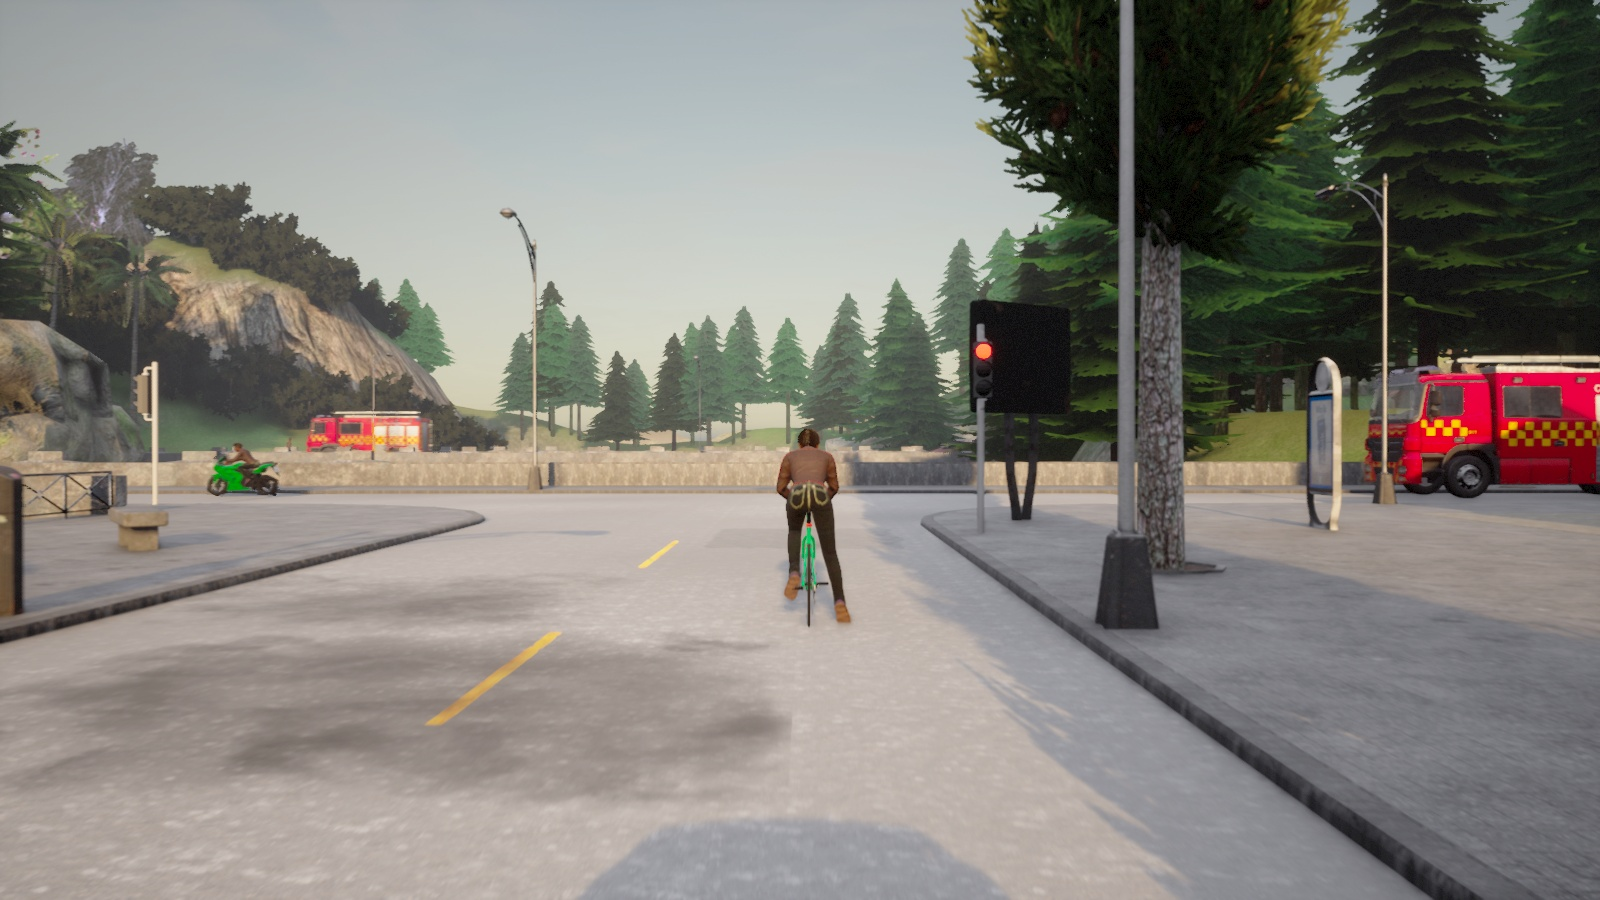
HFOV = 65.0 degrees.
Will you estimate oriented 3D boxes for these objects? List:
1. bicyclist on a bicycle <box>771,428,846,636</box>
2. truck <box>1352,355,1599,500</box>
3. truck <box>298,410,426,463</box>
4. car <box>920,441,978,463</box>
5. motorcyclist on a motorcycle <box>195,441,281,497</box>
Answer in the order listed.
[{"bbox_3d":[0.074,0.640,10.602,0.582,1.620,1.656,0,0,0],"label":"bicyclist on a bicycle"},{"bbox_3d":[20.096,-0.597,34.587,8.468,3.827,2.891,0,0,0],"label":"truck"},{"bbox_3d":[-32.157,-0.965,92.409,8.468,3.827,2.891,0,0,0],"label":"truck"},{"bbox_3d":[10.914,0.134,92.189,3.988,1.617,1.851,0,0,0],"label":"car"},{"bbox_3d":[-15.568,0.520,34.814,2.044,1.523,0.797,0,0,1],"label":"motorcyclist on a motorcycle"}]
